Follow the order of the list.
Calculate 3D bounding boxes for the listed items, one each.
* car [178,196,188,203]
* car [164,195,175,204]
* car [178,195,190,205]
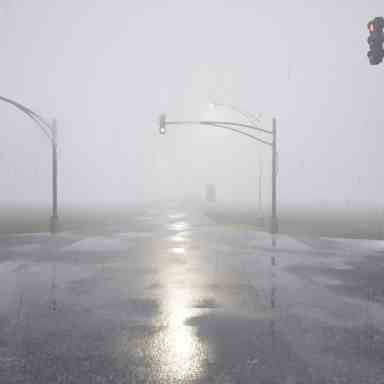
[{"bbox_3d":[-2.027,1.548,71.467,1.895,1.301,4.718,0,0,-4],"label":"car"},{"bbox_3d":[-4.428,1.387,65.495,2.097,1.767,4.553,0,0,-3],"label":"car"},{"bbox_3d":[-1.452,1.378,61.391,2.097,1.767,4.553,0,0,-3],"label":"car"}]
